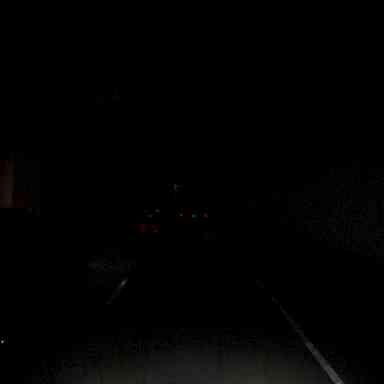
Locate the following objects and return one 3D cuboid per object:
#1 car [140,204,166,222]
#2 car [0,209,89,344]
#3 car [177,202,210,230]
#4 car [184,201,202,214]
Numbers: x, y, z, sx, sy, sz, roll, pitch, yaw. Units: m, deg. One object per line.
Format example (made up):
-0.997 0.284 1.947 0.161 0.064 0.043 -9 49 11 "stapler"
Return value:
-3.385 1.758 29.324 2.128 1.511 4.902 0 -1 0 "car"
-3.397 1.269 5.172 2.150 2.045 5.566 0 -1 0 "car"
0.112 1.562 22.999 2.097 1.767 4.553 0 -1 0 "car"
0.121 1.924 41.424 2.033 1.411 5.357 0 -1 0 "car"
